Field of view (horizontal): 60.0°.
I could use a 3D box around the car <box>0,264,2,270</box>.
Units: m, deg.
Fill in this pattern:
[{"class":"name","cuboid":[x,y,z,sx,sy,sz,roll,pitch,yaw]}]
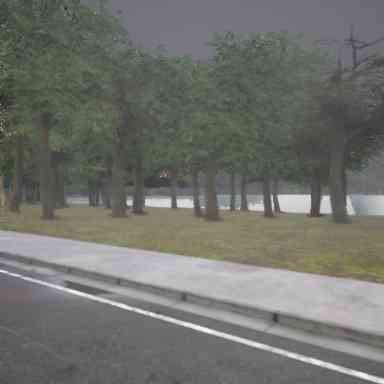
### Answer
[{"class":"car","cuboid":[-6.984,1.534,8.561,5.357,1.411,2.033,0,0,36]}]
